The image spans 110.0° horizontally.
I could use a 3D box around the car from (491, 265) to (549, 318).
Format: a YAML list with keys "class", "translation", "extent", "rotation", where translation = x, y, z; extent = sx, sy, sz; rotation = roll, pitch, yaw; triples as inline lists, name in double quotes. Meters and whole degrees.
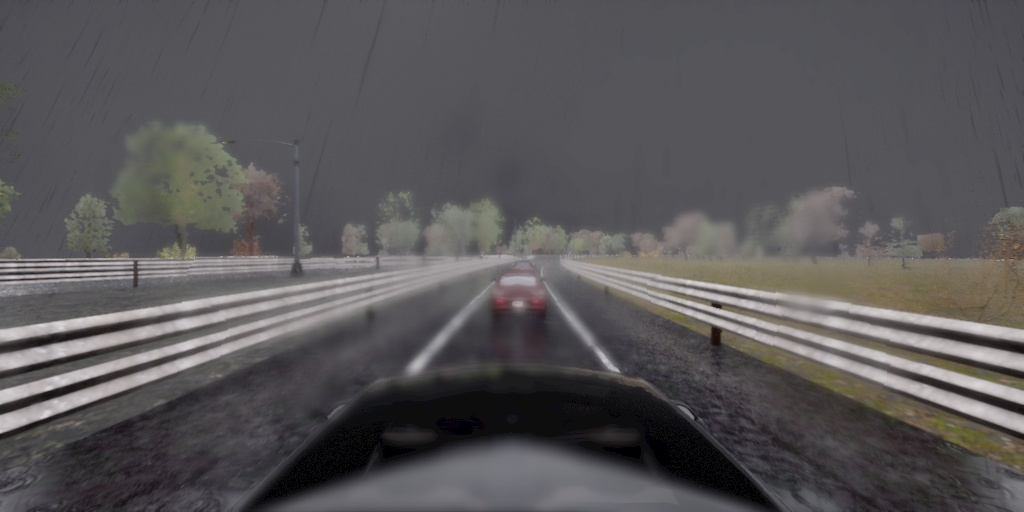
- class: "car"
  translation: [0.292, 1.238, 12.728]
  extent: [1.812, 1.442, 4.674]
  rotation: [0, 0, 2]

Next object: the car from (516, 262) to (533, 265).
- class: "car"
  translation: [1.176, 1.214, 30.947]
  extent: [1.994, 1.385, 4.181]
  rotation: [0, 0, 4]
